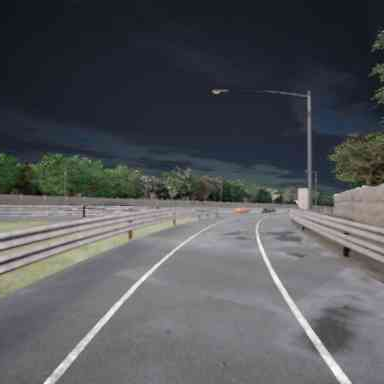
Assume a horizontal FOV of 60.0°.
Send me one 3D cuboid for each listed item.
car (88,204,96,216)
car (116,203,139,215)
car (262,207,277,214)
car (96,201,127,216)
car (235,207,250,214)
[{"bbox_3d":[-12.844,2.554,48.610,2.097,1.767,4.553,-2,-4,38],"label":"car"},{"bbox_3d":[-7.281,2.541,44.357,1.837,1.490,4.892,-2,-4,38],"label":"car"},{"bbox_3d":[17.997,4.344,76.999,1.837,1.490,4.892,-2,-4,38],"label":"car"},{"bbox_3d":[-10.023,2.336,46.542,2.150,2.045,5.566,-2,-4,38],"label":"car"},{"bbox_3d":[12.442,4.361,81.261,2.097,1.767,4.553,-2,-4,38],"label":"car"}]
